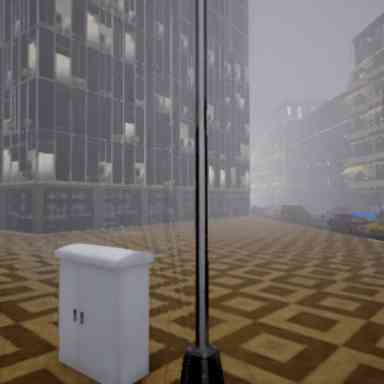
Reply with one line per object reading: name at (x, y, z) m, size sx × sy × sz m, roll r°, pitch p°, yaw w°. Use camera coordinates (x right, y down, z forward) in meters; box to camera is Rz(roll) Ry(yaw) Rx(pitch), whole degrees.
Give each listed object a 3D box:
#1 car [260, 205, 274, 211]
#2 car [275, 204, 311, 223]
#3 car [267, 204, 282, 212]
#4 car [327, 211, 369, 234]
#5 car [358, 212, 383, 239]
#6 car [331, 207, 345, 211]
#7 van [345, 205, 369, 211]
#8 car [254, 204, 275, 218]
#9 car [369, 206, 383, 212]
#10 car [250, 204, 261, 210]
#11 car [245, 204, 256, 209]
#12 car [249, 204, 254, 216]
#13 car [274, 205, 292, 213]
car at (16.907, 3.561, 75.157) m, size 1.887 × 1.381 × 4.507 m, roll -1°, pitch -1°, yaw -3°
car at (11.087, 2.344, 36.053) m, size 2.192 × 1.841 × 5.009 m, roll 0°, pitch -1°, yaw -3°
car at (17.199, 3.310, 69.634) m, size 1.967 × 1.590 × 4.097 m, roll -1°, pitch -1°, yaw -3°
car at (11.675, 2.333, 24.993) m, size 1.802 × 1.307 × 4.206 m, roll 0°, pitch -1°, yaw -3°
car at (11.977, 2.136, 19.299) m, size 1.752 × 1.417 × 4.829 m, roll 0°, pitch -1°, yaw -3°
car at (18.664, 2.597, 42.002) m, size 1.967 × 1.590 × 4.097 m, roll -1°, pitch -1°, yaw -3°
van at (18.956, 2.359, 36.478) m, size 1.690 × 1.788 × 3.998 m, roll -1°, pitch -1°, yaw -3°
car at (10.512, 2.830, 46.931) m, size 1.752 × 1.417 × 4.829 m, roll 0°, pitch -1°, yaw -3°
car at (19.248, 2.193, 30.952) m, size 2.192 × 1.841 × 5.009 m, roll -1°, pitch -1°, yaw -3°
car at (16.322, 3.895, 86.208) m, size 1.802 × 1.307 × 4.206 m, roll -1°, pitch -2°, yaw -3°
car at (16.029, 4.012, 91.736) m, size 2.008 × 1.369 × 4.403 m, roll -1°, pitch -2°, yaw -3°
car at (10.211, 3.016, 52.627) m, size 1.947 × 1.339 × 4.313 m, roll -1°, pitch -1°, yaw -3°
car at (17.493, 3.269, 64.104) m, size 1.887 × 1.381 × 4.507 m, roll -1°, pitch -1°, yaw -3°
